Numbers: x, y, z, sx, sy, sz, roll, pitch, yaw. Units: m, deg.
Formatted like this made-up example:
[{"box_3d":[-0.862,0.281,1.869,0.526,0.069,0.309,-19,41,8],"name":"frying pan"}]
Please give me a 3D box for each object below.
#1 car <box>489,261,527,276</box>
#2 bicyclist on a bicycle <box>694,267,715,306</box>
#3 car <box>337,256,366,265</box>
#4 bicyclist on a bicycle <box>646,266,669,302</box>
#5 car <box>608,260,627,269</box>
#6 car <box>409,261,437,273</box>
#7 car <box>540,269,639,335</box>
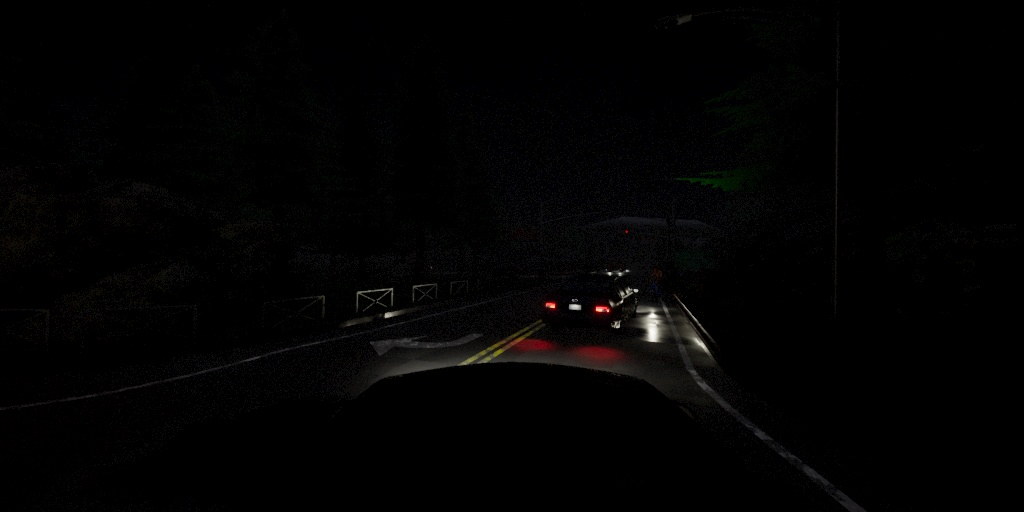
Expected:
[{"box_3d":[-0.458,1.484,43.423,4.553,1.767,2.097,1,-1,21],"name":"car"},{"box_3d":[8.138,1.296,15.106,1.656,1.620,0.582,1,0,-33],"name":"bicyclist on a bicycle"},{"box_3d":[-22.938,1.055,52.255,5.566,2.045,2.150,1,-1,25],"name":"car"},{"box_3d":[6.718,1.283,16.514,1.656,1.620,0.582,1,0,-30],"name":"bicyclist on a bicycle"},{"box_3d":[17.399,1.659,59.749,2.150,2.045,5.566,1,-1,21],"name":"car"},{"box_3d":[-12.385,1.450,47.938,5.008,1.535,1.882,0,-1,21],"name":"car"},{"box_3d":[2.482,1.244,10.382,2.033,1.411,5.357,1,-1,25],"name":"car"}]
